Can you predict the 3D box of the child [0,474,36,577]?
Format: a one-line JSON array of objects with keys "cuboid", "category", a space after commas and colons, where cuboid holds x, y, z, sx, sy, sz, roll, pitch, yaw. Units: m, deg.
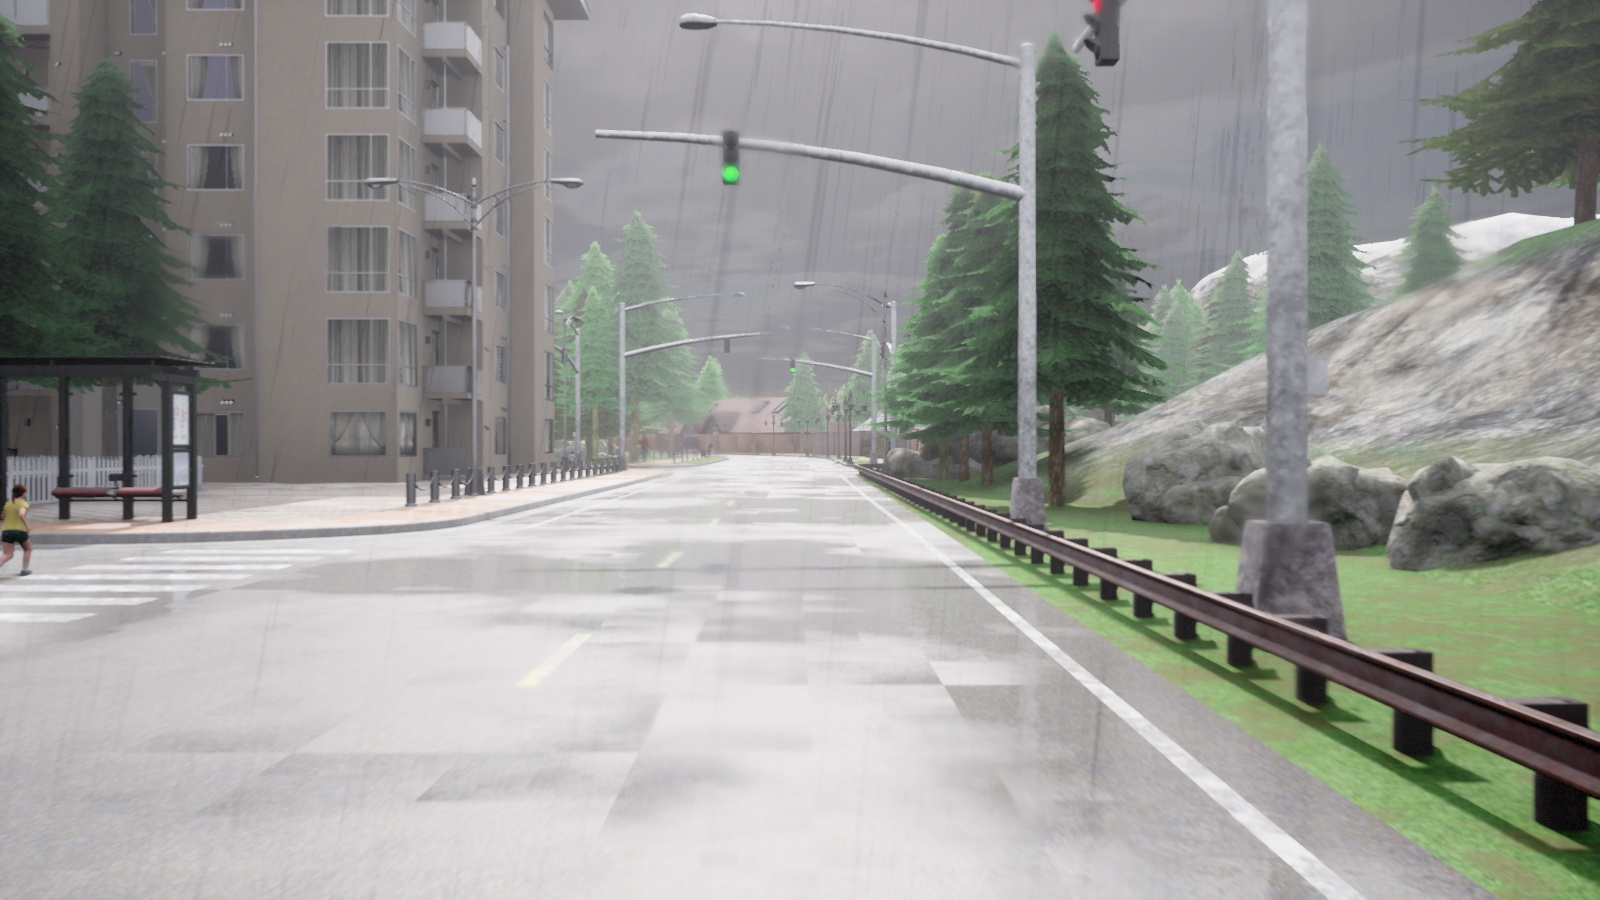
[{"cuboid": [-8.672, 0.820, 13.832, 0.255, 1.110, 0.394, 0, 0, 2], "category": "child"}]
